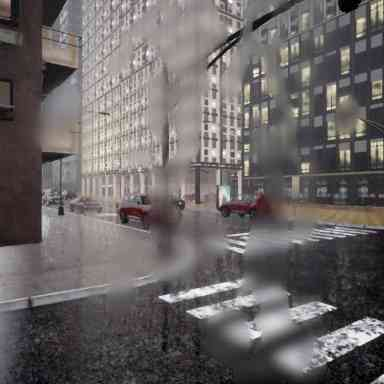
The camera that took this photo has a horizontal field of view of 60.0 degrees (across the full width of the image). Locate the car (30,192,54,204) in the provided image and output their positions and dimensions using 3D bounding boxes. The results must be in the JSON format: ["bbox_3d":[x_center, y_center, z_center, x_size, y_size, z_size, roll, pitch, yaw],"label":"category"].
[{"bbox_3d":[-18.862,0.752,41.744,1.802,1.307,4.206,2,0,-36],"label":"car"}]

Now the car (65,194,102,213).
[{"bbox_3d":[-9.086,1.067,28.282,1.802,1.307,4.206,2,0,-36],"label":"car"}]

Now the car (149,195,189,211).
[{"bbox_3d":[-2.342,1.070,33.256,1.947,1.339,4.313,1,0,-36],"label":"car"}]

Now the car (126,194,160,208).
[{"bbox_3d":[-5.602,0.965,37.745,1.947,1.339,4.313,1,0,-36],"label":"car"}]

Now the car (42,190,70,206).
[{"bbox_3d":[-15.603,0.826,37.257,2.008,1.369,4.403,2,0,-36],"label":"car"}]

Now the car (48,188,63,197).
[{"bbox_3d":[-28.413,0.098,69.165,1.967,1.590,4.097,1,0,-36],"label":"car"}]

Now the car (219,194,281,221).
[{"bbox_3d":[4.182,1.027,24.278,2.192,1.841,5.009,1,0,-36],"label":"car"}]

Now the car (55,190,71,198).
[{"bbox_3d":[-25.157,0.309,64.677,1.887,1.381,4.507,1,0,-36],"label":"car"}]

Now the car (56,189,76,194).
[{"bbox_3d":[-19.516,0.516,52.476,1.837,1.490,4.892,0,1,-36],"label":"car"}]

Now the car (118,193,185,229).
[{"bbox_3d":[-2.562,1.008,19.306,2.192,1.841,5.009,2,0,-36],"label":"car"}]

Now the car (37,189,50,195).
[{"bbox_3d":[-34.935,-0.011,78.143,1.887,1.381,4.507,1,0,-36],"label":"car"}]

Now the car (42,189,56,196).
[{"bbox_3d":[-31.675,0.096,73.654,1.887,1.381,4.507,1,0,-36],"label":"car"}]
